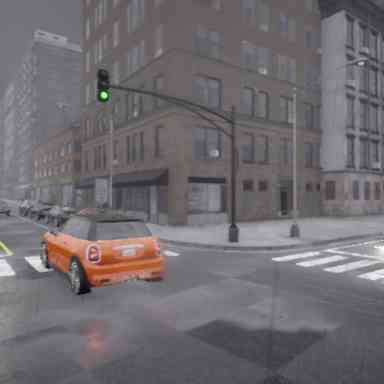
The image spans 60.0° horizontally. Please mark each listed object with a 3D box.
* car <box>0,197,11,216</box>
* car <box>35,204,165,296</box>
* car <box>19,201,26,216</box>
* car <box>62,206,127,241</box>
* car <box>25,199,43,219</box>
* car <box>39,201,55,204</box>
[{"bbox_3d":[-17.983,1.458,30.616,2.033,1.411,5.357,1,0,-36],"label":"car"},{"bbox_3d":[-2.631,1.364,9.126,2.097,1.767,4.553,1,0,-36],"label":"car"},{"bbox_3d":[-14.864,1.380,31.023,1.967,1.590,4.097,2,-1,-36],"label":"car"},{"bbox_3d":[-5.266,1.547,17.583,1.887,1.381,4.507,2,-1,-36],"label":"car"},{"bbox_3d":[-11.666,1.527,26.542,1.947,1.339,4.313,2,-1,-36],"label":"car"},{"bbox_3d":[-8.466,1.533,22.063,2.008,1.369,4.403,2,-1,-36],"label":"car"}]
